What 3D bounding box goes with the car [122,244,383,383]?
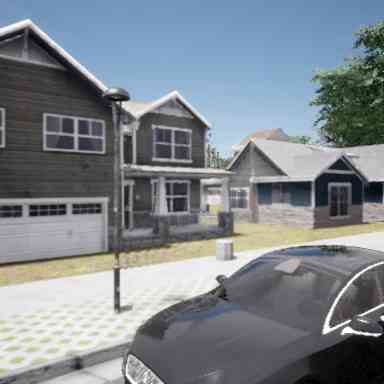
[{"bbox_3d":[1.553,1.505,4.183,4.892,1.490,1.837,1,0,-36],"label":"car"}]
